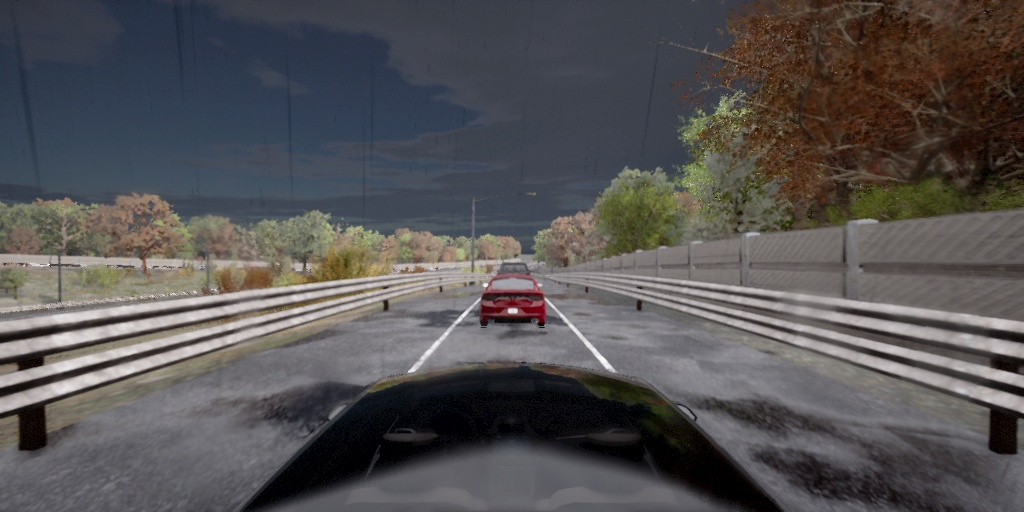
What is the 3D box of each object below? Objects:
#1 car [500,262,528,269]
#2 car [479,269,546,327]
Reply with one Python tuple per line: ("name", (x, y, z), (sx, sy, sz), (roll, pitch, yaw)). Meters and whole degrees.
("car", (0.161, 1.453, 23.825), (2.150, 2.045, 5.566), (0, -2, 1))
("car", (0.028, 1.335, 11.912), (1.882, 1.535, 5.008), (0, -1, 0))
